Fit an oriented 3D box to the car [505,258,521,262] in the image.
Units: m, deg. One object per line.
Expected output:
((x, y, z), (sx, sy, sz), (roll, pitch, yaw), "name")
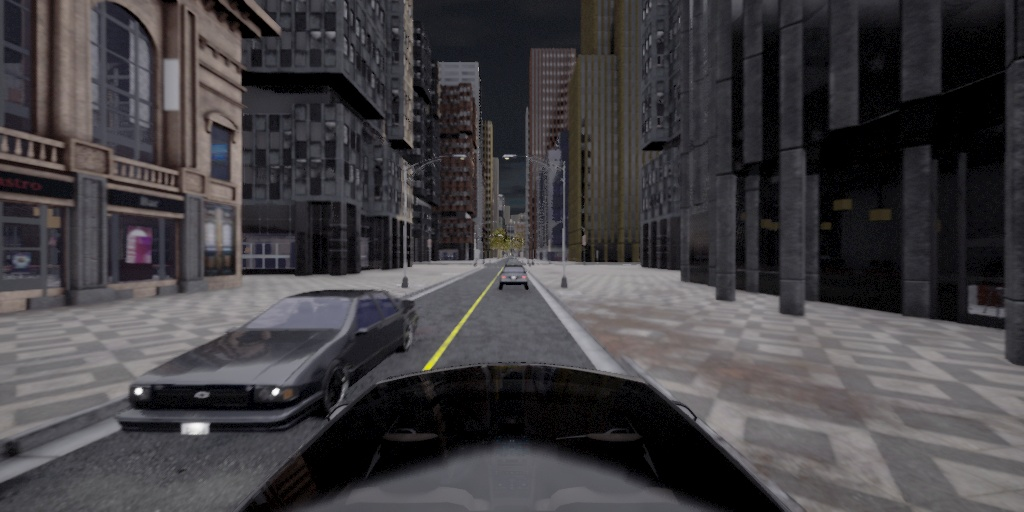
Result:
((0.101, 1.085, 47.155), (2.097, 1.767, 4.553), (0, 0, 0), "car")

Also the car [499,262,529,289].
((0.100, 1.295, 23.236), (2.033, 1.411, 5.357), (0, 0, 0), "car")

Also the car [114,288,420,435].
((-3.066, 1.298, 6.157), (2.033, 1.411, 5.357), (0, 0, 0), "car")
